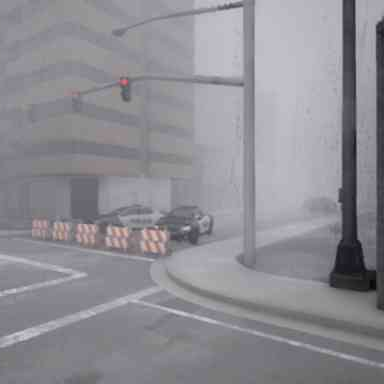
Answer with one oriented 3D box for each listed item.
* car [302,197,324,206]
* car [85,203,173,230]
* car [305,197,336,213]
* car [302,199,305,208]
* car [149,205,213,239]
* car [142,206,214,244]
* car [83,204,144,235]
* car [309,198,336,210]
[{"bbox_3d":[17.119,1.324,46.872,1.853,1.218,4.536,0,0,35],"label":"car"},{"bbox_3d":[-3.503,1.326,18.818,4.536,1.218,1.853,0,0,-30],"label":"car"},{"bbox_3d":[14.893,1.474,37.909,2.038,1.542,4.974,0,0,35],"label":"car"},{"bbox_3d":[17.089,1.482,46.829,2.038,1.542,4.974,0,0,35],"label":"car"},{"bbox_3d":[-0.338,1.316,16.162,1.853,1.218,4.536,0,0,15],"label":"car"},{"bbox_3d":[-0.351,1.474,16.111,2.038,1.542,4.974,0,0,15],"label":"car"},{"bbox_3d":[-3.548,1.483,18.792,4.974,1.542,2.038,0,0,-30],"label":"car"},{"bbox_3d":[14.923,1.317,37.951,1.853,1.218,4.536,0,0,35],"label":"car"}]
